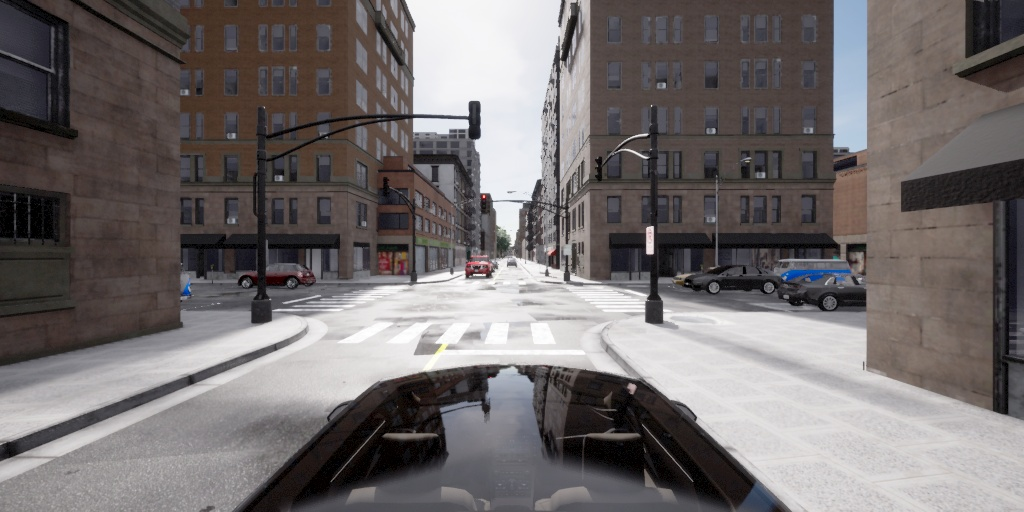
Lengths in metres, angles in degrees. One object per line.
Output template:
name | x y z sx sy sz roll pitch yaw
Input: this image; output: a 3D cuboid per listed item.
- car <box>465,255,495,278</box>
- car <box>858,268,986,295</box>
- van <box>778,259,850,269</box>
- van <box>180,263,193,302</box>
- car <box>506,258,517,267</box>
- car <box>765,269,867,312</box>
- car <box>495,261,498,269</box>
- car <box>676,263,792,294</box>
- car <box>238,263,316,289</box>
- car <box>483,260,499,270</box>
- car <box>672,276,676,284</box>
car | -3.111 0.962 34.225 2.150 2.045 5.566 0 0 0
car | 21.955 1.346 19.352 4.718 1.301 1.895 0 0 1
van | 18.253 1.080 21.959 3.998 1.789 1.690 0 0 1
van | -14.678 1.089 13.761 3.998 1.789 1.690 0 0 1
car | -0.026 1.260 63.766 2.033 1.411 5.357 0 0 0
car | 12.516 1.305 13.490 4.403 1.370 2.007 0 0 1
car | -3.117 1.259 44.062 1.812 1.442 4.674 0 0 0
car | 11.921 1.248 19.465 4.892 1.490 1.837 0 0 -1
car | -14.611 1.172 22.287 4.097 1.591 1.967 0 0 1
car | -3.106 1.288 54.056 1.994 1.385 4.181 0 0 1
car | 12.413 1.264 22.017 4.829 1.417 1.751 0 0 1
